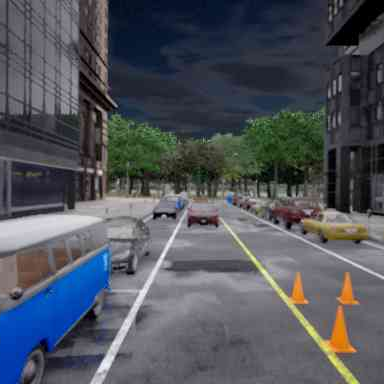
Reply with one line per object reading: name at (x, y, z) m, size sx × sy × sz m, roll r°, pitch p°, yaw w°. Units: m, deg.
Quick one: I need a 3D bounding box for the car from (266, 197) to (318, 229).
car at (6.443, 1.227, 20.776) m, size 2.192 × 1.841 × 5.009 m, roll 0°, pitch 0°, yaw 1°

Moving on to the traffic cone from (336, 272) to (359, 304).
traffic cone at (3.169, 1.935, 6.788) m, size 0.340 × 0.580 × 0.340 m, roll 1°, pitch 0°, yaw 1°

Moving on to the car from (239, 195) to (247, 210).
car at (6.712, 1.349, 37.088) m, size 1.887 × 1.381 × 4.507 m, roll 0°, pitch 0°, yaw 1°

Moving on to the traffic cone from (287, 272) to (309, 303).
traffic cone at (2.169, 1.926, 6.804) m, size 0.340 × 0.580 × 0.340 m, roll 1°, pitch 0°, yaw 1°

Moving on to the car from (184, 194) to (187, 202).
car at (-1.815, 1.254, 37.059) m, size 1.752 × 1.417 × 4.829 m, roll 0°, pitch 0°, yaw 1°

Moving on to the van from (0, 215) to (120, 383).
van at (-2.351, 1.287, 4.608) m, size 1.690 × 1.788 × 3.998 m, roll 0°, pitch 0°, yaw 1°

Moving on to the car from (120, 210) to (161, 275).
car at (-2.263, 1.459, 10.046) m, size 2.008 × 1.369 × 4.403 m, roll 0°, pitch 0°, yaw 1°

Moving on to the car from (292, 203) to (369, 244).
car at (6.354, 1.473, 15.511) m, size 1.752 × 1.417 × 4.829 m, roll 0°, pitch 0°, yaw 1°

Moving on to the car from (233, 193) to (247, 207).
car at (6.803, 1.210, 42.524) m, size 1.967 × 1.590 × 4.097 m, roll 0°, pitch 0°, yaw 1°

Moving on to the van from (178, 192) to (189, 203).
van at (-1.450, 0.930, 58.975) m, size 1.690 × 1.788 × 3.998 m, roll 0°, pitch 0°, yaw 1°

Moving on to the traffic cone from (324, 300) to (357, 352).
traffic cone at (2.135, 1.940, 4.804) m, size 0.340 × 0.580 × 0.340 m, roll 1°, pitch 0°, yaw 1°

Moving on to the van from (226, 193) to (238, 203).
van at (7.074, 1.008, 58.834) m, size 1.690 × 1.788 × 3.998 m, roll 0°, pitch 0°, yaw 1°

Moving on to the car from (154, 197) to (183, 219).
car at (-1.992, 1.364, 26.356) m, size 1.947 × 1.339 × 4.313 m, roll 0°, pitch 0°, yaw 1°

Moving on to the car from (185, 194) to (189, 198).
car at (-1.722, 1.258, 42.666) m, size 1.947 × 1.339 × 4.313 m, roll 0°, pitch 0°, yaw 1°

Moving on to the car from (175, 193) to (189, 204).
car at (-1.540, 1.063, 53.538) m, size 1.967 × 1.590 × 4.097 m, roll 0°, pitch 0°, yaw 1°

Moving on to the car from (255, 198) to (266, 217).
car at (6.532, 1.427, 26.215) m, size 2.008 × 1.369 × 4.403 m, roll 0°, pitch 0°, yaw 1°

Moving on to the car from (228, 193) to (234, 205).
car at (6.894, 1.050, 47.960) m, size 2.192 × 1.841 × 5.009 m, roll 0°, pitch 0°, yaw 1°

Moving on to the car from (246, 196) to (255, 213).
car at (6.625, 1.364, 31.821) m, size 1.752 × 1.417 × 4.829 m, roll 0°, pitch 0°, yaw 1°

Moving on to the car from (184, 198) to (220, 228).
car at (0.685, 1.336, 21.105) m, size 1.882 × 1.535 × 5.008 m, roll 1°, pitch 1°, yaw 1°

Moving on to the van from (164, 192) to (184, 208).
van at (-1.900, 1.104, 31.791) m, size 1.690 × 1.788 × 3.998 m, roll 0°, pitch 0°, yaw 1°

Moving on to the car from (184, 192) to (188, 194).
car at (-1.634, 1.184, 47.933) m, size 1.752 × 1.417 × 4.829 m, roll 0°, pitch 0°, yaw 1°
